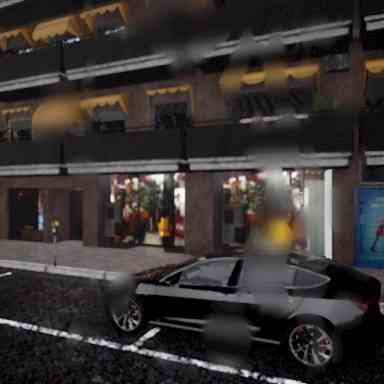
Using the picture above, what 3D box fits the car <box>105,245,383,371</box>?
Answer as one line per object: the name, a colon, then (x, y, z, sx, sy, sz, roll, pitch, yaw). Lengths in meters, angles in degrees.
car: (0.656, 1.564, 5.407, 4.313, 1.339, 1.947, 0, 0, 23)
